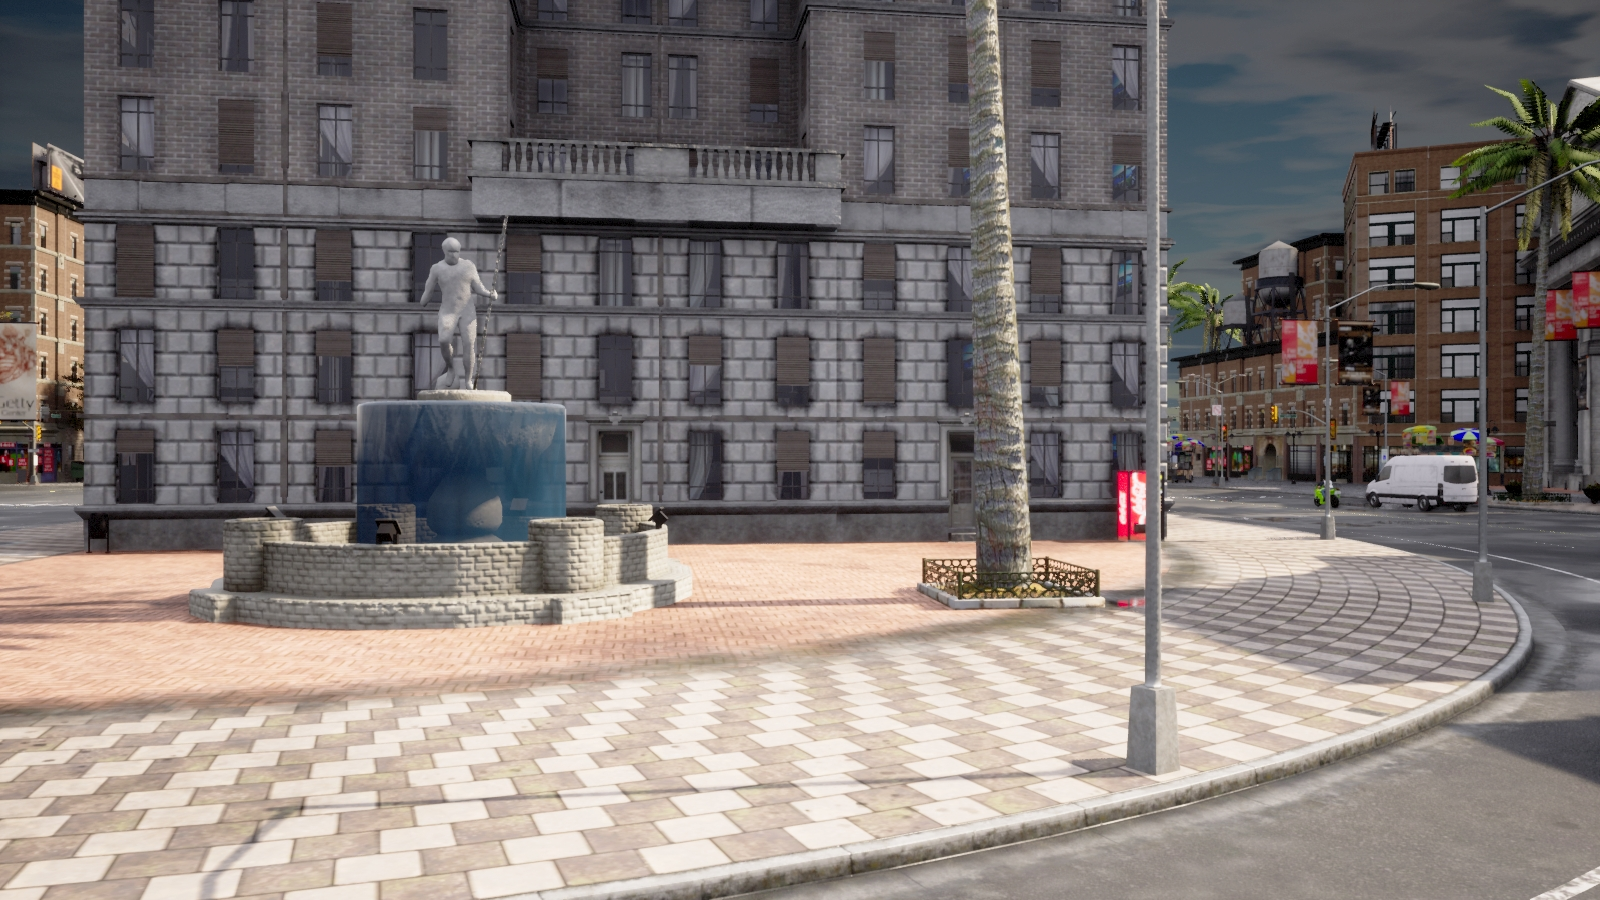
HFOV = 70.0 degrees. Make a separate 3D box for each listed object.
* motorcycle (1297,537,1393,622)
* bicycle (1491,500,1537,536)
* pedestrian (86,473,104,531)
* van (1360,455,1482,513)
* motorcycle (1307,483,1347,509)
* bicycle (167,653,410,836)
[{"bbox_3d":[9.310,2.182,19.489,1.805,1.236,0.856,0,0,-42],"label":"motorcycle"},{"bbox_3d":[23.845,2.256,38.177,0.859,1.080,1.487,0,0,14],"label":"bicycle"},{"bbox_3d":[-23.061,1.697,37.384,0.375,1.860,0.375,0,0,-6],"label":"pedestrian"},{"bbox_3d":[29.228,1.534,54.041,1.988,2.561,5.915,0,0,-7],"label":"van"},{"bbox_3d":[25.547,2.213,55.422,0.803,1.145,2.033,0,0,-7],"label":"motorcycle"},{"bbox_3d":[-3.841,2.206,8.684,1.643,1.196,0.373,0,-1,-16],"label":"bicycle"}]
